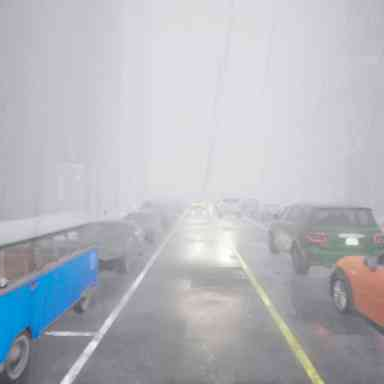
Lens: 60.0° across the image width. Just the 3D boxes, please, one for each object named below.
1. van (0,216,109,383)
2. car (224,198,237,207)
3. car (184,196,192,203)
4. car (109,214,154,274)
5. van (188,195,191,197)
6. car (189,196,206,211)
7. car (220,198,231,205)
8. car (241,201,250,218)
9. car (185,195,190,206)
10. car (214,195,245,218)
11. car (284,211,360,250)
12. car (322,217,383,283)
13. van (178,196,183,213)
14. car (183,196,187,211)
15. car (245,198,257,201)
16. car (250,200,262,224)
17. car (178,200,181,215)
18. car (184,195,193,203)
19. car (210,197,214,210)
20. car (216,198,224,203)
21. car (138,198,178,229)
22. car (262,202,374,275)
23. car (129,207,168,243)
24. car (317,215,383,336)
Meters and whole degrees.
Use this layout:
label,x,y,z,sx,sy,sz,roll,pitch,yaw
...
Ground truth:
label,x,y,z,sx,sy,sz,roll,pitch,yaw
van,-2.711,1.332,5.035,1.690,1.788,3.998,1,0,1
car,7.006,1.899,61.213,1.967,1.590,4.097,1,0,1
car,-1.038,1.922,83.928,1.967,1.590,4.097,1,0,1
car,-2.594,1.591,10.669,1.947,1.339,4.313,1,0,1
van,-1.515,1.677,61.388,1.690,1.788,3.998,1,0,1
car,0.922,1.759,45.960,1.882,1.535,5.008,1,0,1
car,7.244,2.096,72.482,1.947,1.339,4.313,1,0,1
car,6.407,1.851,33.038,1.947,1.339,4.313,1,0,1
car,-1.755,1.707,50.117,1.967,1.590,4.097,1,0,1
car,3.719,1.470,33.763,2.150,2.045,5.566,1,-1,2
car,6.048,1.733,16.133,2.008,1.369,4.403,1,0,1
car,5.932,1.674,10.668,1.752,1.417,4.829,1,0,1
van,-2.113,1.504,33.212,1.690,1.788,3.998,1,0,1
car,-1.994,1.638,38.846,1.967,1.590,4.097,1,0,1
car,6.529,1.635,38.675,2.192,1.841,5.009,1,0,1
car,6.289,1.691,27.403,1.967,1.590,4.097,1,0,1
car,-2.235,1.673,27.575,1.887,1.381,4.507,1,0,1
car,-0.917,1.834,89.564,2.192,1.841,5.009,1,0,1
car,3.929,1.832,46.066,1.837,1.490,4.892,1,0,1
car,7.603,2.224,89.387,1.802,1.307,4.206,1,0,1
car,-2.352,1.409,21.940,2.192,1.841,5.009,1,0,1
car,4.041,1.345,10.977,2.150,2.045,5.566,1,0,1
car,-2.474,1.625,16.304,1.947,1.339,4.313,1,0,1
car,3.825,1.436,4.899,2.097,1.767,4.553,1,0,0
